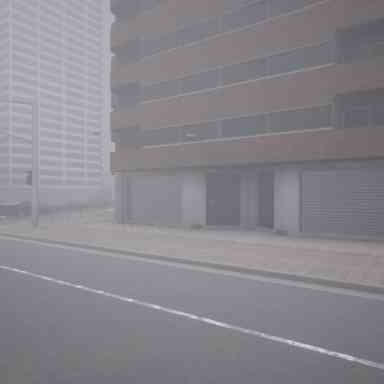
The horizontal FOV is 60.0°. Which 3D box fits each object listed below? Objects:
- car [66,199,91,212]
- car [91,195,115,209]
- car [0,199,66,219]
[{"bbox_3d":[-13.867,1.601,36.443,1.895,1.301,4.718,0,0,35],"label":"car"},{"bbox_3d":[-12.779,1.505,44.135,1.837,1.490,4.892,0,0,35],"label":"car"},{"bbox_3d":[-14.188,1.477,29.506,1.882,1.535,5.008,0,0,35],"label":"car"}]
